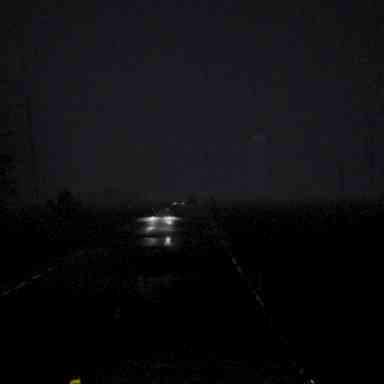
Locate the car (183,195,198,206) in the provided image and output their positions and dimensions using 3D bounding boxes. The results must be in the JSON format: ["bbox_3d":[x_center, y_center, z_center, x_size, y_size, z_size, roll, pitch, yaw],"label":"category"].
[{"bbox_3d":[0.019,1.589,54.788,1.994,1.385,4.181,0,0,0],"label":"car"}]

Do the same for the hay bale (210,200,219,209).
[{"bbox_3d":[3.147,1.671,46.489,1.220,1.180,1.240,1,1,0],"label":"hay bale"}]

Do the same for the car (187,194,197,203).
[{"bbox_3d":[0.021,1.381,68.114,2.097,1.767,4.553,0,0,0],"label":"car"}]

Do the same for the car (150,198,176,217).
[{"bbox_3d":[-2.837,1.530,31.823,1.812,1.442,4.674,0,0,0],"label":"car"}]

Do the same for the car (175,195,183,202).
[{"bbox_3d":[-2.729,1.497,73.917,1.882,1.535,5.008,0,0,0],"label":"car"}]

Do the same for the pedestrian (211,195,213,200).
[{"bbox_3d":[2.839,1.296,47.584,0.375,1.860,0.375,-1,1,-3],"label":"pedestrian"}]
